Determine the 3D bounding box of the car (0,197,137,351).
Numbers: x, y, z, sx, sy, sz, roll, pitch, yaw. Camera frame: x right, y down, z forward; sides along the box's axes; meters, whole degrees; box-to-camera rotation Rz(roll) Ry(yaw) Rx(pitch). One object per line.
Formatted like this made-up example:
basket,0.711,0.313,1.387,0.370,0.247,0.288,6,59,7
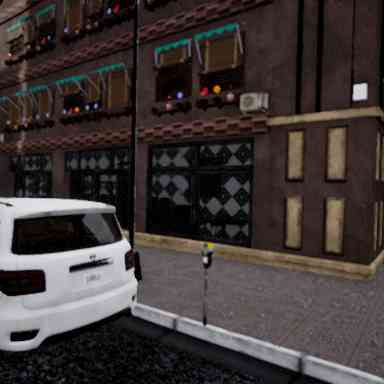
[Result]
car,-3.413,1.097,5.754,5.566,2.045,2.150,1,1,36
